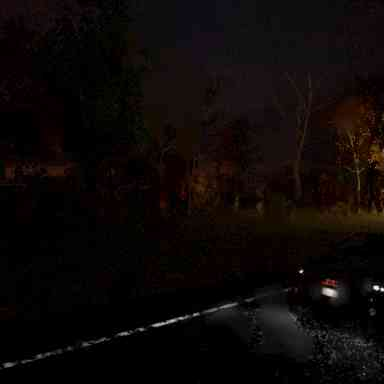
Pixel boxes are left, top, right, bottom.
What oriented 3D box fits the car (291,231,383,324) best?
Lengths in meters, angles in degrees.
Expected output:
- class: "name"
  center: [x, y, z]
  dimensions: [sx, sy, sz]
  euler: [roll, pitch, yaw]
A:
- class: "car"
  center: [3.997, 1.563, 6.972]
  dimensions: [4.181, 1.385, 1.994]
  euler: [0, 0, -37]
